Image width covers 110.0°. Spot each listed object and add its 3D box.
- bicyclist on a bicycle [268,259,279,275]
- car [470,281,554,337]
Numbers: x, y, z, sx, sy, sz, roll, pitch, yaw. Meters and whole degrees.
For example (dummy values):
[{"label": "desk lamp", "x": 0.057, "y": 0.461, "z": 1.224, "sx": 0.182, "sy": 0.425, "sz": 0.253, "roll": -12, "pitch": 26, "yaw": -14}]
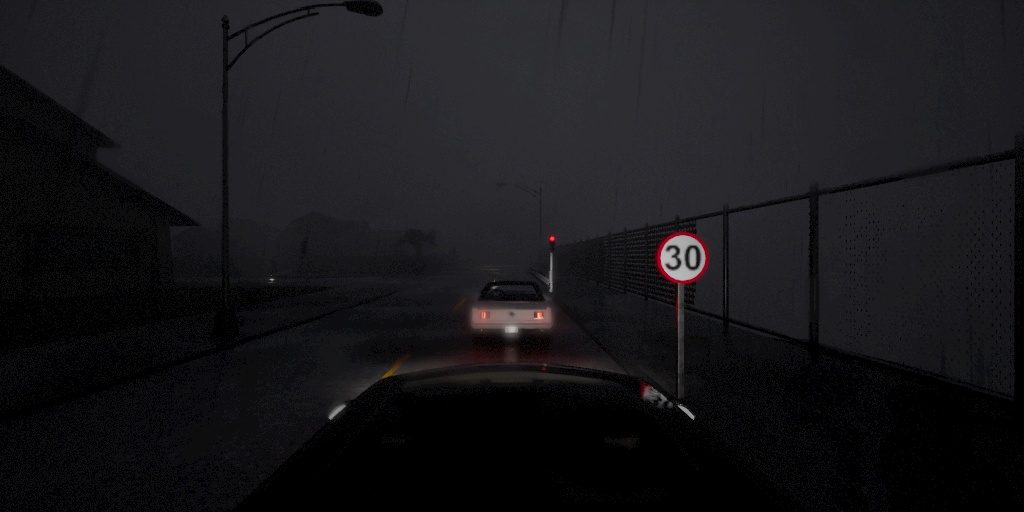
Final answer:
[{"label": "bicyclist on a bicycle", "x": -24.318, "y": 1.099, "z": 36.521, "sx": 0.582, "sy": 1.620, "sz": 1.656, "roll": 0, "pitch": 0, "yaw": 0}, {"label": "car", "x": -0.001, "y": 1.351, "z": 10.210, "sx": 1.895, "sy": 1.301, "sz": 4.718, "roll": 0, "pitch": 0, "yaw": 0}]
